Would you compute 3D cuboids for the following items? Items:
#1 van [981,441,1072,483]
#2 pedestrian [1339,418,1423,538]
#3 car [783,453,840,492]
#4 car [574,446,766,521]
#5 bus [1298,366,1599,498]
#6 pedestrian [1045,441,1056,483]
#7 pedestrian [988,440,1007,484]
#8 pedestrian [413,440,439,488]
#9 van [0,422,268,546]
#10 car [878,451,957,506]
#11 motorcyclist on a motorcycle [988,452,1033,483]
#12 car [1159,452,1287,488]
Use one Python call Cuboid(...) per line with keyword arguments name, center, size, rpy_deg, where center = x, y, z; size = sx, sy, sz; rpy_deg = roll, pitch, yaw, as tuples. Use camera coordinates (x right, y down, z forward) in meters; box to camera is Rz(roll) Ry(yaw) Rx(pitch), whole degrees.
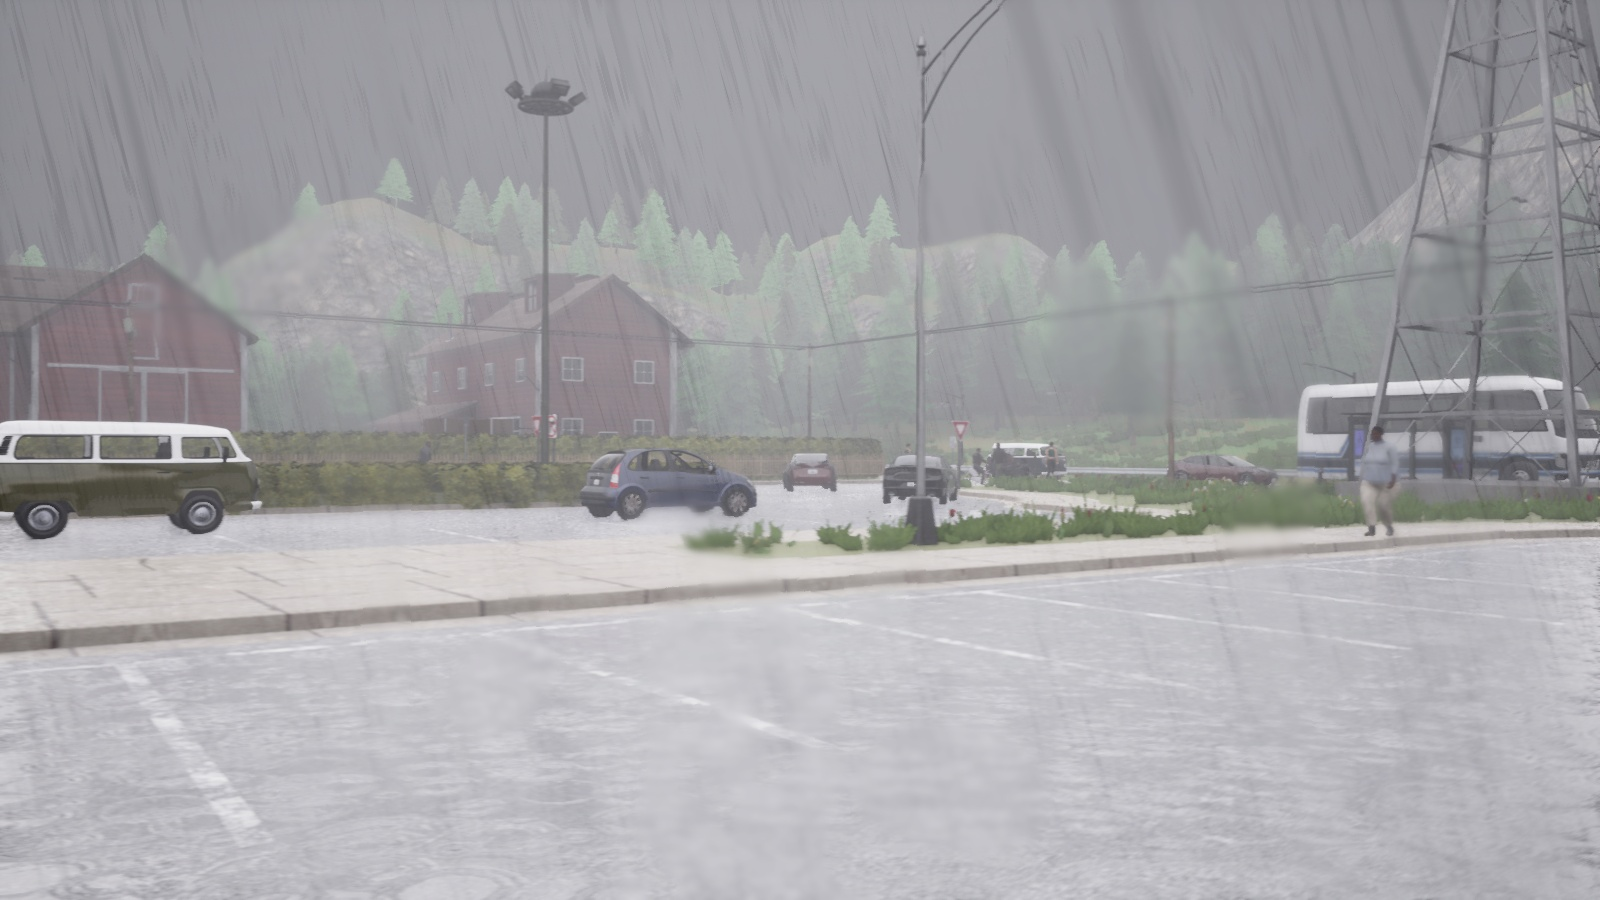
Cuboid(name="van", center=(11.624, 0.602, 64.590), size=(2.069, 2.038, 4.480), rpy_deg=(0, 0, -34))
Cuboid(name="pedestrian", center=(9.276, 0.430, 20.043), size=(0.900, 1.855, 0.874), rpy_deg=(0, 0, -35))
Cuboid(name="car", center=(0.403, 0.866, 50.092), size=(2.163, 1.488, 4.792), rpy_deg=(0, 0, -1))
Cuboid(name="car", center=(-2.955, 0.720, 28.847), size=(3.988, 1.617, 1.851), rpy_deg=(0, 0, -35))
Cuboid(name="bus", center=(24.032, -0.569, 46.071), size=(3.944, 4.253, 10.273), rpy_deg=(0, 0, -34))
Cuboid(name="pedestrian", center=(10.997, 0.512, 55.100), size=(0.345, 1.836, 0.594), rpy_deg=(0, 0, 24))
Cuboid(name="pedestrian", center=(8.297, 0.512, 52.682), size=(0.703, 1.840, 0.431), rpy_deg=(0, 0, -44))
Cuboid(name="pedestrian", center=(-15.009, 0.555, 50.402), size=(0.849, 1.883, 0.563), rpy_deg=(0, 0, -33))
Cuboid(name="van", center=(-12.160, 0.552, 22.541), size=(4.480, 2.038, 2.069), rpy_deg=(-1, 0, -34))
Cuboid(name="car", center=(3.664, 0.809, 38.345), size=(1.882, 1.535, 5.008), rpy_deg=(0, 0, 11))
Cuboid(name="motorcyclist on a motorcycle", center=(10.452, 0.858, 62.321), size=(2.044, 1.523, 0.797), rpy_deg=(0, 0, -12))
Cuboid(name="car", center=(18.301, 0.840, 54.504), size=(2.163, 1.488, 4.792), rpy_deg=(0, 0, -44))
